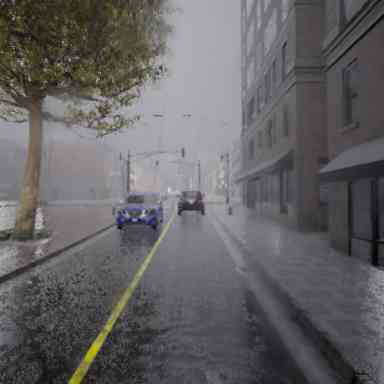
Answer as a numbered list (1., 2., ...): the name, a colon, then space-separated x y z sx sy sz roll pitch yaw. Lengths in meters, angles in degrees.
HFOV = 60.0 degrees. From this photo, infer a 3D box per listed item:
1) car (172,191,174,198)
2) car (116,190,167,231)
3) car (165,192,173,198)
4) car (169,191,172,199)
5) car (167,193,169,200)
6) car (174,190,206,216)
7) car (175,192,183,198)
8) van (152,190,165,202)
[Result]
1. car: -5.722 0.773 74.449 1.887 1.381 4.507 1 0 0
2. car: -2.906 1.011 19.619 2.150 2.045 5.566 0 1 0
3. car: -5.791 0.802 85.030 1.802 1.307 4.206 1 0 0
4. car: -5.649 0.566 63.868 2.192 1.841 5.009 2 0 0
5. car: -5.623 0.817 58.884 2.008 1.369 4.403 2 0 0
6. car: -0.052 0.801 27.823 2.150 2.045 5.566 0 2 0
7. car: -3.148 0.690 81.267 1.882 1.535 5.008 0 0 0
8. van: -5.597 0.618 55.563 1.690 1.788 3.998 2 0 0
